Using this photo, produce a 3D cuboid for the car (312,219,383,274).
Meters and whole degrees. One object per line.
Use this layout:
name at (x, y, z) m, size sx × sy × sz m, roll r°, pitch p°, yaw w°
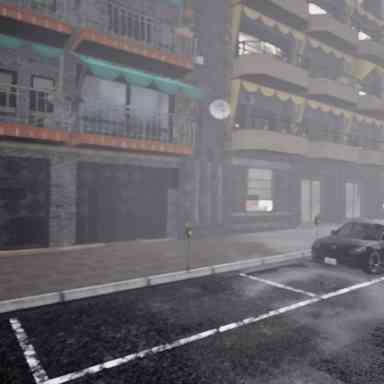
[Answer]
car at (5.658, 1.562, 10.573) m, size 4.313 × 1.339 × 1.947 m, roll 0°, pitch 1°, yaw -35°
